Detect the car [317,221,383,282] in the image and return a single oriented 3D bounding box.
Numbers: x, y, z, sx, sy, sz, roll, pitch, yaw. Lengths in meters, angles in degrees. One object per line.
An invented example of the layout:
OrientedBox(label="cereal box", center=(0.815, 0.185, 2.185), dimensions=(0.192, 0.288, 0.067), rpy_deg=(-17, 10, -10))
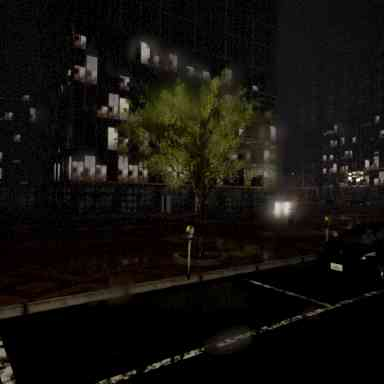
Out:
OrientedBox(label="car", center=(5.562, 1.574, 9.827), dimensions=(4.313, 1.339, 1.947), rpy_deg=(0, 1, -34))

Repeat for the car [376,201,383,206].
OrientedBox(label="car", center=(36.947, 1.893, 62.197), dimensions=(1.752, 1.417, 4.829), rpy_deg=(1, -1, -20))

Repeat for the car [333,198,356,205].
OrientedBox(label="car", center=(33.148, 1.989, 72.540), dimensions=(2.008, 1.369, 4.403), rpy_deg=(1, -1, -20))

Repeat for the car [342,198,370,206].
OrientedBox(label="car", center=(29.614, 1.766, 59.307), dimensions=(2.008, 1.369, 4.403), rpy_deg=(1, -1, -20))

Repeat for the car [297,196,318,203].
OrientedBox(label="car", center=(29.294, 1.824, 83.046), dimensions=(2.192, 1.841, 5.009), rpy_deg=(1, -1, -20))

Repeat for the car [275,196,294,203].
OrientedBox(label="car", center=(21.905, 1.799, 80.305), dimensions=(1.967, 1.590, 4.097), rpy_deg=(1, -1, -20))

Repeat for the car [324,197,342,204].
OrientedBox(label="car", center=(27.688, 1.691, 64.558), dimensions=(1.967, 1.590, 4.097), rpy_deg=(1, -1, -20))

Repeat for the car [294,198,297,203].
OrientedBox(label="car", center=(27.361, 2.127, 88.294), dimensions=(1.802, 1.307, 4.206), rpy_deg=(1, -1, -20))
